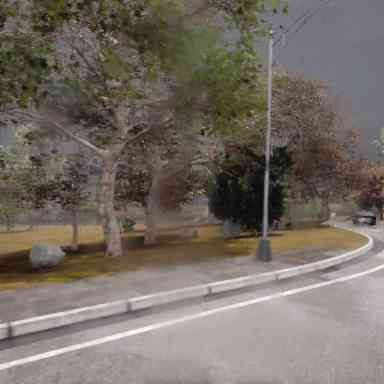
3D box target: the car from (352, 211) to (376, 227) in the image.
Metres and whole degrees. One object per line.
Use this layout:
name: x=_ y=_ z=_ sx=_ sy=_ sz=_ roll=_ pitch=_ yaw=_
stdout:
car: x=17.865 y=2.722 z=34.513 sx=2.128 sy=1.511 sz=4.902 roll=1 pitch=-2 yaw=33
